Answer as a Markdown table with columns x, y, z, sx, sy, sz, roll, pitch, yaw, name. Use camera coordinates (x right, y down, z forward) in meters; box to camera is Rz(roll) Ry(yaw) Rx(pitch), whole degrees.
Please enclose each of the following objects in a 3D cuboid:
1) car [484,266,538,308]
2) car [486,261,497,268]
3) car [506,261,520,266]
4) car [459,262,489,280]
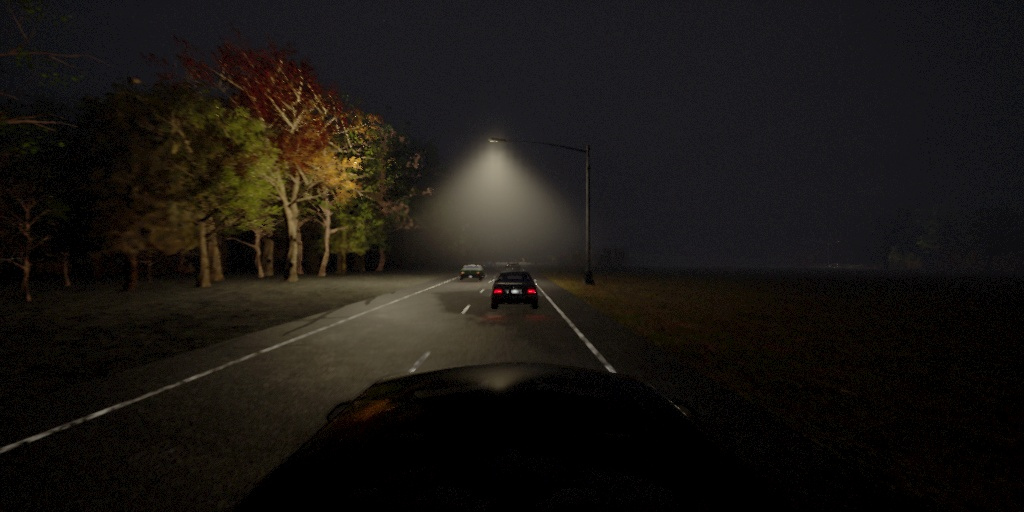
| x | y | z | sx | sy | sz | roll | pitch | yaw | name |
| --- | --- | --- | --- | --- | --- | --- | --- | --- | --- |
| 0.101 | 1.332 | 15.376 | 2.033 | 1.411 | 5.357 | 0 | 0 | 0 | car |
| -3.408 | 1.420 | 55.358 | 2.033 | 1.411 | 5.357 | 0 | 0 | 0 | car |
| 0.096 | 1.345 | 46.342 | 2.128 | 1.511 | 4.902 | 0 | 0 | 0 | car |
| -3.403 | 1.423 | 31.625 | 1.895 | 1.301 | 4.718 | 0 | 0 | 0 | car |
